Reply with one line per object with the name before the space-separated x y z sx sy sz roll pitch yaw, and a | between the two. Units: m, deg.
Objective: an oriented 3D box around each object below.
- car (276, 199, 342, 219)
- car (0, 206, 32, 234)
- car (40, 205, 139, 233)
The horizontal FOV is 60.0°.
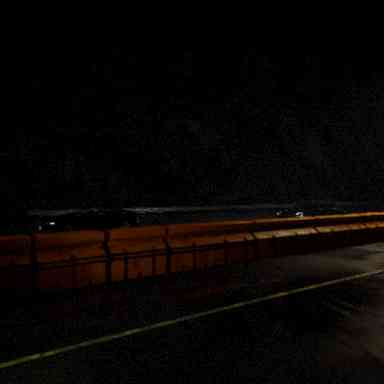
car | 7.485 1.328 21.210 4.553 1.767 2.097 0 0 -32
car | -11.137 1.451 17.429 4.902 1.511 2.128 0 0 -35
car | -5.196 1.459 17.250 4.902 1.511 2.128 0 0 -33
